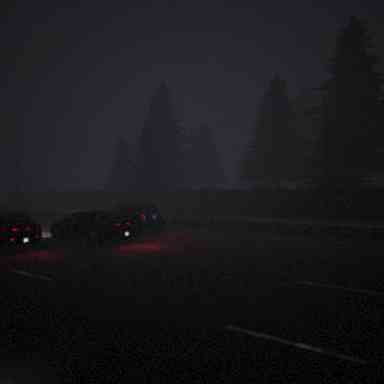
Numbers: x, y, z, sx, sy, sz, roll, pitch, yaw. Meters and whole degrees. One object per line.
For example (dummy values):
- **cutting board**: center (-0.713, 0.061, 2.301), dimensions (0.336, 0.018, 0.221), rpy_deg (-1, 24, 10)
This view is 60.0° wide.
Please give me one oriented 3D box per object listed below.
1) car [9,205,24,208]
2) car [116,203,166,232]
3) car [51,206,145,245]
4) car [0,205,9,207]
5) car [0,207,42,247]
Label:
- **car**: center (-15.258, 1.746, 27.710), dimensions (4.718, 1.301, 1.895), rpy_deg (0, 0, 36)
- **car**: center (-3.794, 1.425, 19.552), dimensions (4.553, 1.767, 2.097), rpy_deg (0, 0, 36)
- **car**: center (-4.806, 1.572, 15.964), dimensions (4.892, 1.490, 1.837), rpy_deg (0, 0, 36)
- **car**: center (-15.473, 1.681, 23.539), dimensions (5.357, 1.411, 2.033), rpy_deg (0, 0, 36)
- **car**: center (-8.350, 1.583, 14.208), dimensions (4.892, 1.490, 1.837), rpy_deg (0, 0, 36)
